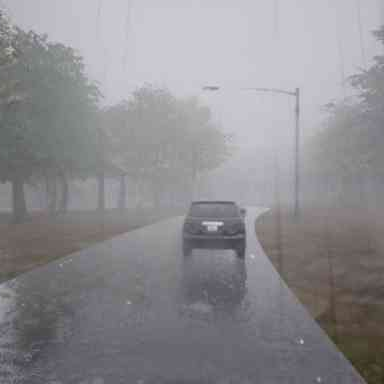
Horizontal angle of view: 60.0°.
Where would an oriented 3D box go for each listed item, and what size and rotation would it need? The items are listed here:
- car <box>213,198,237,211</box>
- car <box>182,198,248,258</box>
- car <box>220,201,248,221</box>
[{"bbox_3d":[4.381,1.547,43.184,2.128,1.511,4.902,0,0,17],"label":"car"},{"bbox_3d":[0.939,1.247,13.108,2.150,2.045,5.566,0,0,6],"label":"car"},{"bbox_3d":[3.745,1.552,29.052,1.837,1.490,4.892,0,0,14],"label":"car"}]
